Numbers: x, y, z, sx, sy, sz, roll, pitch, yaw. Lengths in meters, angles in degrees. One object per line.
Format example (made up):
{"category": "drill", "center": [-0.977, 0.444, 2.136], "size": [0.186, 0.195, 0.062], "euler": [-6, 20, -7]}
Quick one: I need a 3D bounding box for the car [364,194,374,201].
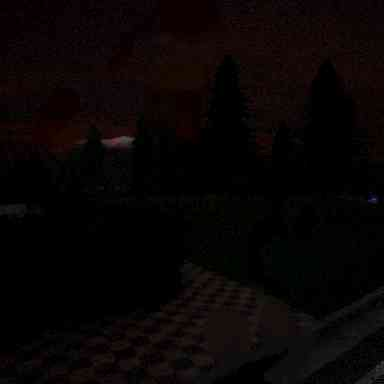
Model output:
{"category": "car", "center": [36.000, 1.138, 66.760], "size": [1.812, 1.442, 4.674], "euler": [0, 0, 15]}

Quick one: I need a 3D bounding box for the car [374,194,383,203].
{"category": "car", "center": [33.308, 1.207, 56.757], "size": [2.128, 1.511, 4.902], "euler": [0, 0, 15]}
